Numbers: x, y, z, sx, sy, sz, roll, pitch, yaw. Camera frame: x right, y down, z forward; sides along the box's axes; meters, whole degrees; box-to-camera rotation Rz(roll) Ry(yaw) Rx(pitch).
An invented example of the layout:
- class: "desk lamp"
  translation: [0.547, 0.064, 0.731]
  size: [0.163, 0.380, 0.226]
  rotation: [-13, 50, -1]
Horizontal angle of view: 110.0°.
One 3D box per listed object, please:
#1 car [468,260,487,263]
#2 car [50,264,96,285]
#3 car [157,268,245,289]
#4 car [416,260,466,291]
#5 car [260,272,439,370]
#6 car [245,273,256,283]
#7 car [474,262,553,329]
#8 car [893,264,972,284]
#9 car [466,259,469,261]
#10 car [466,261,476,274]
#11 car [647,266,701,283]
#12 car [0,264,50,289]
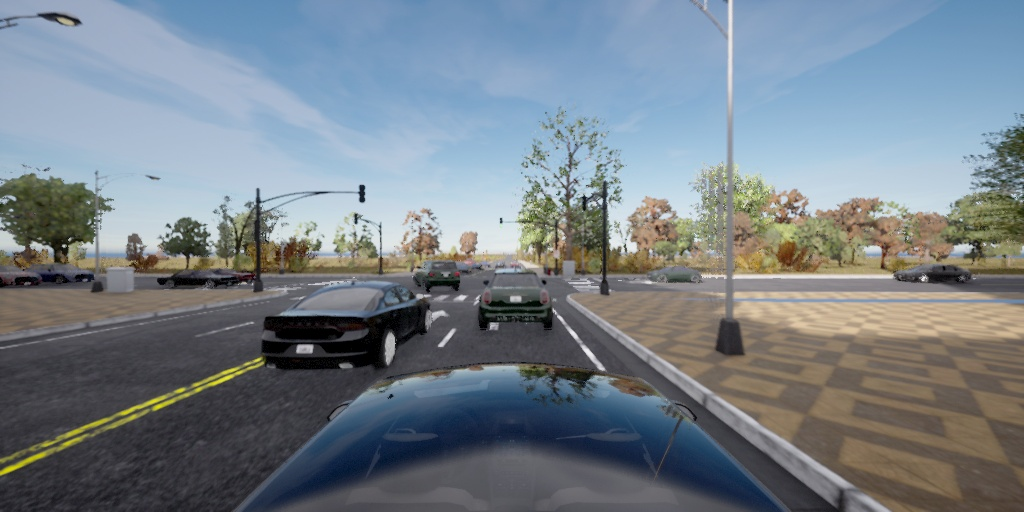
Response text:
- class: "car"
  translation: [-6.184, 1.841, 63.406]
  size: [2.033, 1.411, 5.357]
  rotation: [0, 0, 1]
- class: "car"
  translation: [-37.375, 1.417, 29.642]
  size: [4.553, 1.767, 2.097]
  rotation: [0, 0, 3]
- class: "car"
  translation: [-22.358, 1.666, 25.727]
  size: [4.718, 1.301, 1.895]
  rotation: [0, 0, 3]
- class: "car"
  translation: [-5.234, 1.270, 24.742]
  size: [2.150, 2.045, 5.566]
  rotation: [1, 0, -25]
- class: "car"
  translation: [-3.150, 1.285, 7.931]
  size: [1.882, 1.535, 5.008]
  rotation: [0, 0, 0]
- class: "car"
  translation: [-23.344, 1.648, 29.023]
  size: [4.718, 1.301, 1.895]
  rotation: [0, 0, 3]
- class: "car"
  translation: [0.101, 1.195, 11.782]
  size: [2.097, 1.767, 4.553]
  rotation: [0, -1, 0]
- class: "car"
  translation: [34.210, 1.441, 29.270]
  size: [4.892, 1.490, 1.837]
  rotation: [0, 0, 3]
- class: "car"
  translation: [-9.433, 1.646, 63.532]
  size: [2.097, 1.767, 4.553]
  rotation: [0, 0, 1]
- class: "car"
  translation: [-6.497, 1.715, 48.450]
  size: [2.033, 1.411, 5.357]
  rotation: [0, 0, 1]
- class: "car"
  translation: [13.597, 1.532, 30.253]
  size: [4.181, 1.385, 1.994]
  rotation: [0, 0, 3]
- class: "car"
  translation: [-37.755, 1.437, 26.405]
  size: [4.553, 1.767, 2.097]
  rotation: [0, 0, 3]
